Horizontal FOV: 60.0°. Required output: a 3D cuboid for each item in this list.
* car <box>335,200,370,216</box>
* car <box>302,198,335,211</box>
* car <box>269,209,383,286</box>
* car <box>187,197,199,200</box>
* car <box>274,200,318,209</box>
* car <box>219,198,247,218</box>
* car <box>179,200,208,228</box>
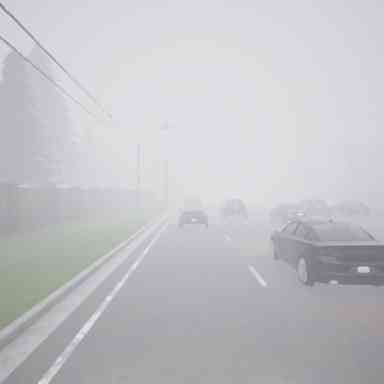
[{"bbox_3d":[14.111,1.491,30.063,2.128,1.511,4.902,0,0,0],"label":"car"},{"bbox_3d":[10.612,1.352,29.822,2.097,1.767,4.553,0,0,0],"label":"car"},{"bbox_3d":[3.604,1.478,9.455,1.882,1.535,5.008,0,0,0],"label":"car"},{"bbox_3d":[0.115,1.352,40.948,2.097,1.767,4.553,0,0,0],"label":"car"},{"bbox_3d":[7.110,1.547,24.534,2.033,1.411,5.357,0,0,0],"label":"car"},{"bbox_3d":[3.609,1.352,29.826,2.097,1.767,4.553,0,0,0],"label":"car"},{"bbox_3d":[0.109,1.526,22.281,1.812,1.442,4.674,0,0,0],"label":"car"}]
